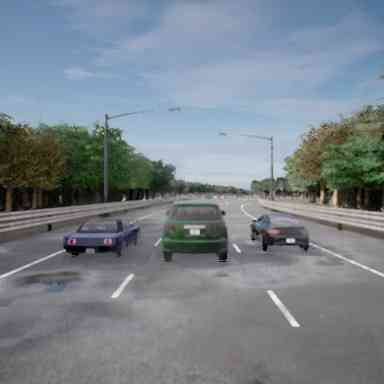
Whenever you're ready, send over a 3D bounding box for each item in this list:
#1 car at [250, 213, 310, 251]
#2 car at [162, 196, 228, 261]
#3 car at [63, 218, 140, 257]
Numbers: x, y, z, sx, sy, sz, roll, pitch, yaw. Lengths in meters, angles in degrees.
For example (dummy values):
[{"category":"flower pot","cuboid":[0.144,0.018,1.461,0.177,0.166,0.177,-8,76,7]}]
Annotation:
[{"category":"car","cuboid":[3.701,1.632,14.551,1.812,1.442,4.674,0,0,2]},{"category":"car","cuboid":[0.152,1.317,12.759,2.150,2.045,5.566,0,0,1]},{"category":"car","cuboid":[-3.334,1.699,13.333,1.895,1.301,4.718,0,0,1]}]
